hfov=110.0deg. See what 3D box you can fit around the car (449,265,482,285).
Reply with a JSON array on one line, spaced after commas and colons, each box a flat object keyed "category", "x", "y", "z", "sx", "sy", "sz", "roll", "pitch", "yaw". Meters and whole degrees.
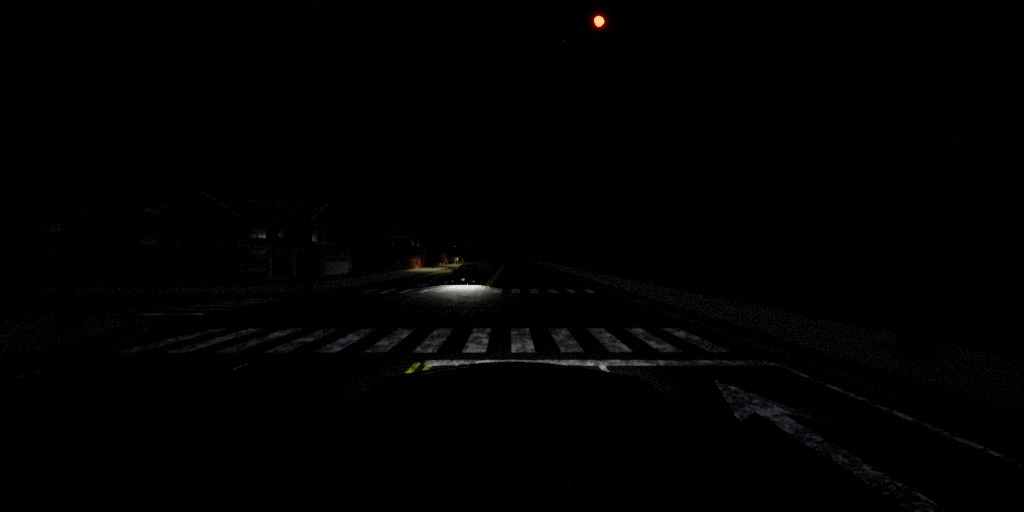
[{"category": "car", "x": -3.275, "y": 1.356, "z": 26.066, "sx": 1.994, "sy": 1.385, "sz": 4.181, "roll": 0, "pitch": 1, "yaw": 0}]
